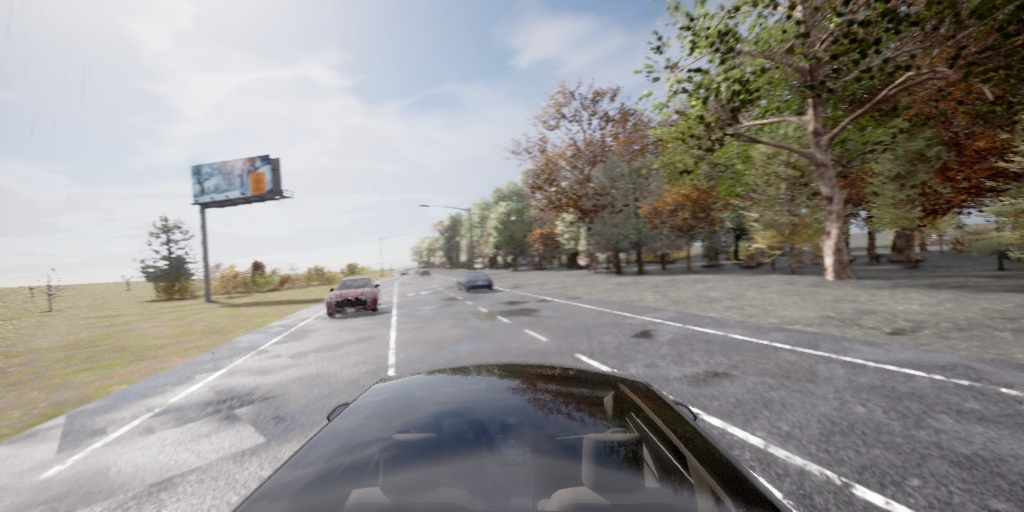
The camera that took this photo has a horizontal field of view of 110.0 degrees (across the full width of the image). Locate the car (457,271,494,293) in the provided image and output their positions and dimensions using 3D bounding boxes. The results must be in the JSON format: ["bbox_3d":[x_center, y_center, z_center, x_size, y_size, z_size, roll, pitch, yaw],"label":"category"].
[{"bbox_3d":[-2.676,1.759,25.199,1.994,1.385,4.181,-4,-1,-18],"label":"car"}]

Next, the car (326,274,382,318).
[{"bbox_3d":[-7.538,1.802,17.392,2.097,1.767,4.553,-4,-1,-18],"label":"car"}]
